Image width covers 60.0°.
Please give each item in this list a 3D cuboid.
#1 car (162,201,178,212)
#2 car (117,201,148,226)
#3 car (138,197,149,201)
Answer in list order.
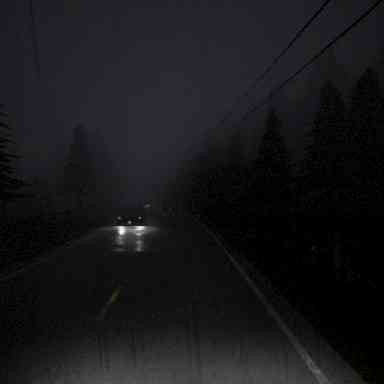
[{"bbox_3d":[-2.837,1.783,41.986,1.895,1.301,4.718,0,0,-7],"label":"car"},{"bbox_3d":[-4.386,1.658,24.899,2.033,1.411,5.357,0,0,-5],"label":"car"},{"bbox_3d":[-9.531,1.761,65.244,1.882,1.535,5.008,0,0,-9],"label":"car"}]
